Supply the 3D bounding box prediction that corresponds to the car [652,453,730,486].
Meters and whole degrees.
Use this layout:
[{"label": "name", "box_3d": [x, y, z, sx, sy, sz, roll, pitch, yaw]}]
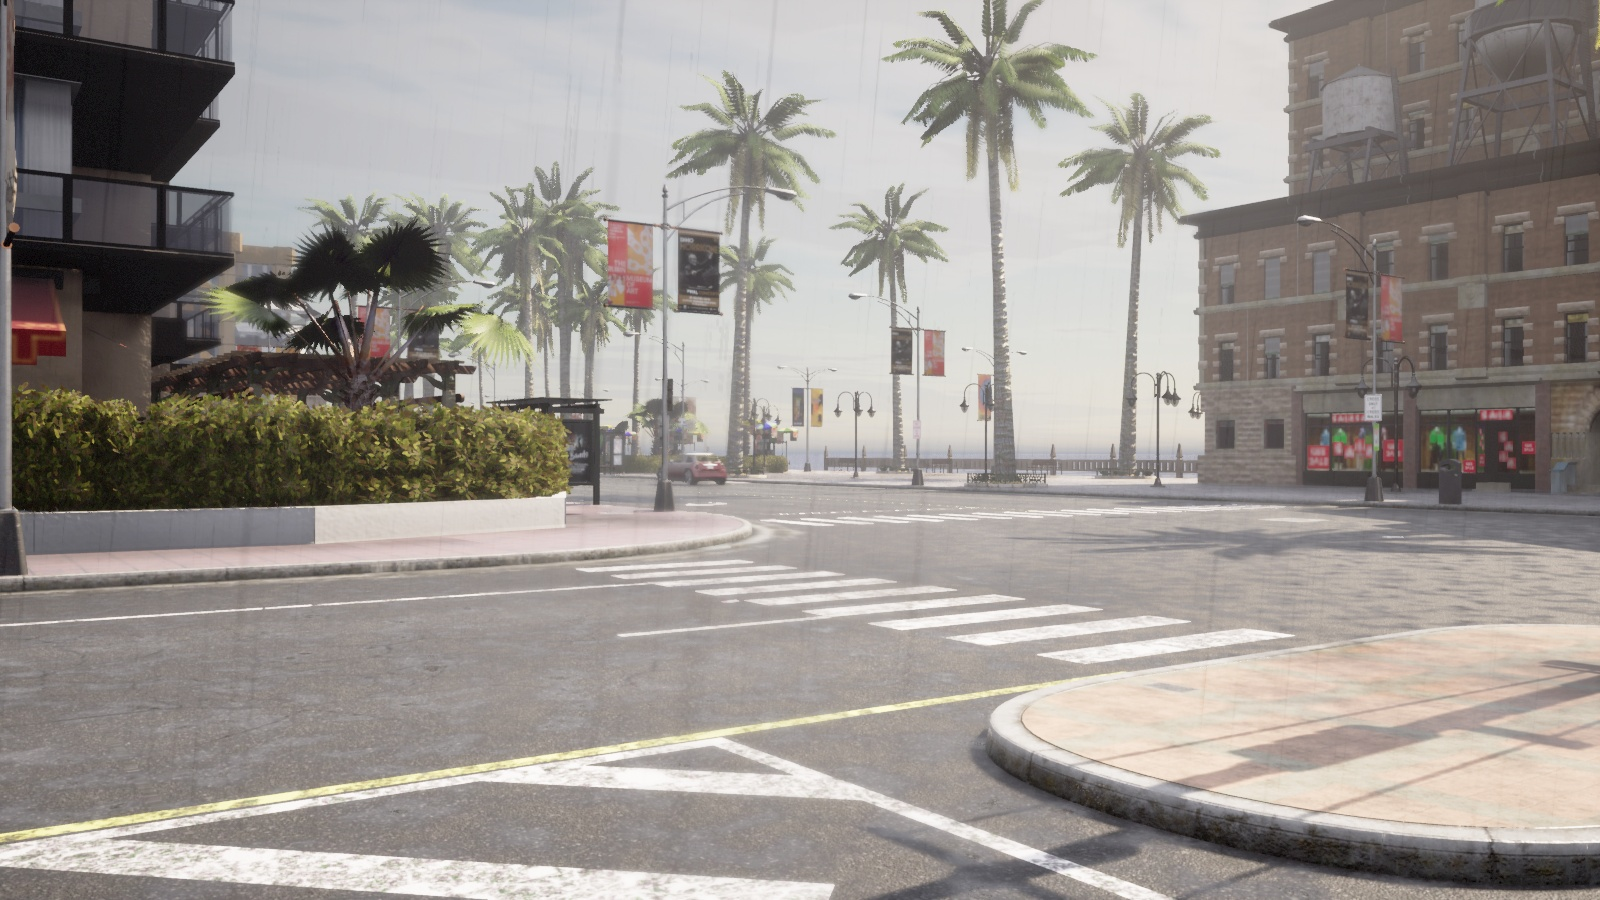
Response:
[{"label": "car", "box_3d": [-5.114, 0.864, 58.496, 1.970, 1.475, 3.806, 0, 0, -34]}]
